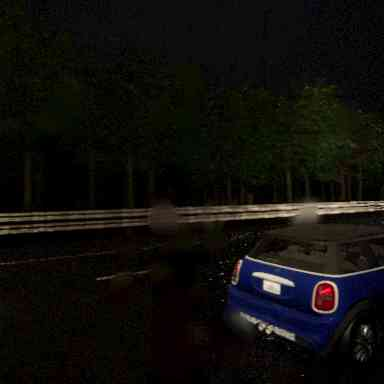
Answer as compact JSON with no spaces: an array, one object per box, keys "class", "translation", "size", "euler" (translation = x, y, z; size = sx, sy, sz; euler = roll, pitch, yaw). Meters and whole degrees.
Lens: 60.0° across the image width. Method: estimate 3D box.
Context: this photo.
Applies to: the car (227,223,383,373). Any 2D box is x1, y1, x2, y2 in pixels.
[{"class":"car","translation":[2.848,1.354,5.897],"size":[4.553,1.767,2.097],"euler":[0,0,-35]}]
